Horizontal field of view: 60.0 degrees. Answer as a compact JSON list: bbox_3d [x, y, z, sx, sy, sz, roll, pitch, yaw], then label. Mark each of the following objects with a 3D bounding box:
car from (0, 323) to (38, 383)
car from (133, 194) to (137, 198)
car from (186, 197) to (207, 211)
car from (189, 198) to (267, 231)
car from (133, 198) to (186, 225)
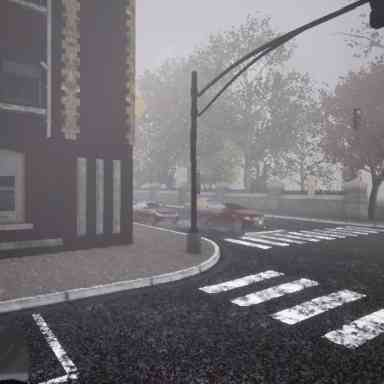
[{"bbox_3d":[-3.145,1.493,1.120,4.902,1.511,2.128,0,0,-35],"label":"car"},{"bbox_3d":[-8.651,0.864,43.897,2.008,1.369,4.403,1,0,-36],"label":"car"},{"bbox_3d":[0.979,1.129,30.571,1.752,1.417,4.829,1,0,-36],"label":"car"},{"bbox_3d":[2.149,1.285,19.213,1.812,1.442,4.674,0,1,-38],"label":"car"},{"bbox_3d":[-2.474,1.257,21.042,1.802,1.307,4.206,2,0,-36],"label":"car"}]
